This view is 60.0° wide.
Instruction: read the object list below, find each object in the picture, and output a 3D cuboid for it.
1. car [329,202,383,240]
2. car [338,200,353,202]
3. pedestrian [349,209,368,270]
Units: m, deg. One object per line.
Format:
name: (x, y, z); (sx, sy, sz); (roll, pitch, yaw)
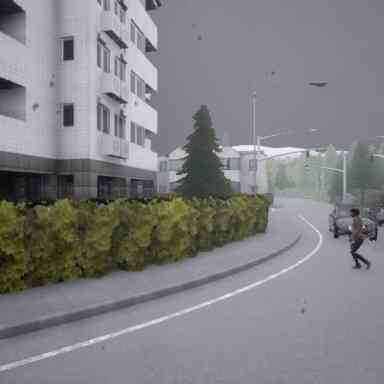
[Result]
car: (8.132, 1.491, 17.078); (2.128, 1.511, 4.902); (0, 0, 19)
car: (17.134, 1.601, 37.202); (1.895, 1.301, 4.718); (0, 0, 14)
pedestrian: (4.738, 1.295, 9.528); (0.375, 1.860, 0.375); (0, 0, 34)
